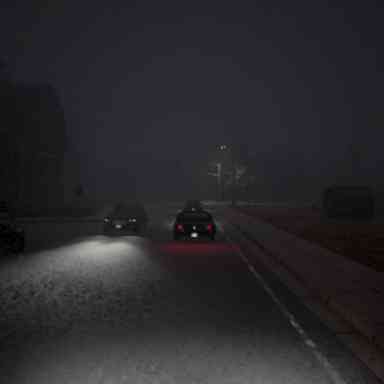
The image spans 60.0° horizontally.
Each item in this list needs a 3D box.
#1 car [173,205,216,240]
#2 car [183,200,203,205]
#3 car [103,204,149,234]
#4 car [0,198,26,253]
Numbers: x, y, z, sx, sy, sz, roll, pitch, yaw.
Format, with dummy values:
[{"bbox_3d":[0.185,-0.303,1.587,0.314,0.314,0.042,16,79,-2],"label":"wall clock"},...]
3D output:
[{"bbox_3d":[0.116,1.565,16.686,1.895,1.301,4.718,0,0,0],"label":"car"},{"bbox_3d":[0.110,1.489,33.577,1.812,1.442,4.674,0,0,0],"label":"car"},{"bbox_3d":[-3.579,1.415,18.686,2.128,1.511,4.902,1,0,0],"label":"car"},{"bbox_3d":[-7.659,1.131,12.410,1.905,1.878,3.866,8,-3,-42],"label":"car"}]
